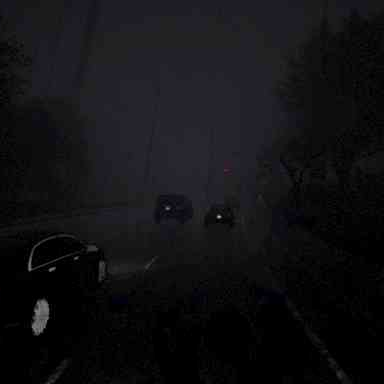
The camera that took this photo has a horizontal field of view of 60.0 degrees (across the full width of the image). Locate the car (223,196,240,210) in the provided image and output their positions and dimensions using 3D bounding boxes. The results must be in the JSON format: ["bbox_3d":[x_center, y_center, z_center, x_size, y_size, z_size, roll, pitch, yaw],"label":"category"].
[{"bbox_3d":[4.909,1.286,41.589,2.097,1.767,4.553,0,0,10],"label":"car"}]

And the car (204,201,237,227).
[{"bbox_3d":[1.976,1.556,23.103,1.994,1.385,4.181,0,0,7],"label":"car"}]

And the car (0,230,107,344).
[{"bbox_3d":[-3.114,1.495,6.431,1.837,1.490,4.892,0,0,3],"label":"car"}]

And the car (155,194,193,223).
[{"bbox_3d":[-1.278,1.200,25.332,2.150,2.045,5.566,0,0,8],"label":"car"}]
